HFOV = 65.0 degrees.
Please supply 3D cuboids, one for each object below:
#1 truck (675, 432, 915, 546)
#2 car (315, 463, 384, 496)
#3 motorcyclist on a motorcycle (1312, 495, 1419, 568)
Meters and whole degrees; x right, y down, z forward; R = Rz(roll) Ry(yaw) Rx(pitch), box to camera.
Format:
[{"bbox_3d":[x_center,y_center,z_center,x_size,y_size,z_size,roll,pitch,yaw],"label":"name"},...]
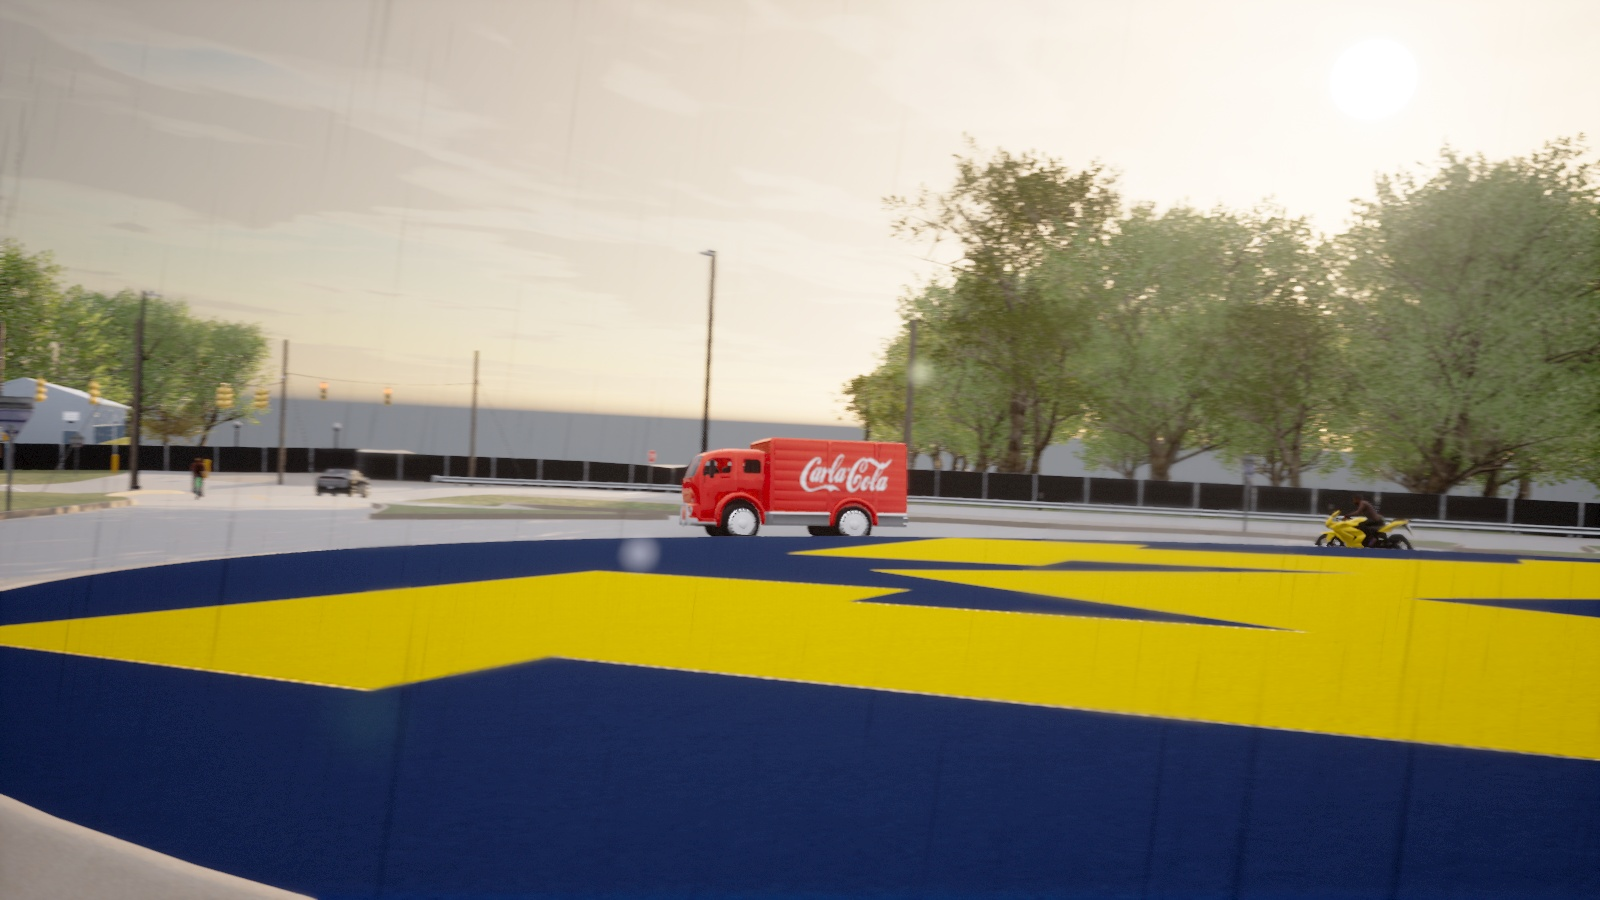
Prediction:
[{"bbox_3d":[-0.168,0.984,30.100,5.204,2.467,2.627,2,-3,-15],"label":"truck"},{"bbox_3d":[-23.306,1.534,65.099,2.128,1.511,4.902,3,-2,-5],"label":"car"},{"bbox_3d":[12.637,1.817,28.088,2.044,1.523,0.797,1,-4,35],"label":"motorcyclist on a motorcycle"}]
